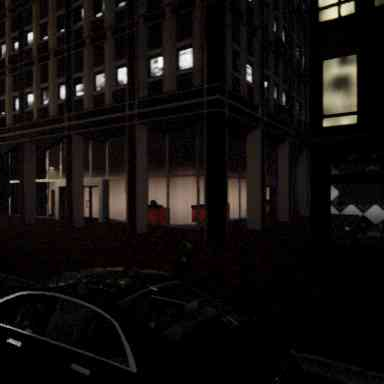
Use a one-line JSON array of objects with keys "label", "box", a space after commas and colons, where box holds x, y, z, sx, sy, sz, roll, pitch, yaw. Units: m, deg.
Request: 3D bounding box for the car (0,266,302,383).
[{"label": "car", "box": [-1.120, 1.521, 3.610, 4.403, 1.369, 2.008, 0, 0, 33]}]
